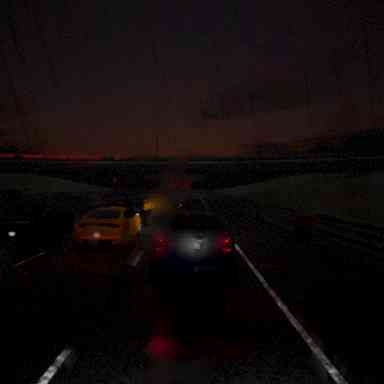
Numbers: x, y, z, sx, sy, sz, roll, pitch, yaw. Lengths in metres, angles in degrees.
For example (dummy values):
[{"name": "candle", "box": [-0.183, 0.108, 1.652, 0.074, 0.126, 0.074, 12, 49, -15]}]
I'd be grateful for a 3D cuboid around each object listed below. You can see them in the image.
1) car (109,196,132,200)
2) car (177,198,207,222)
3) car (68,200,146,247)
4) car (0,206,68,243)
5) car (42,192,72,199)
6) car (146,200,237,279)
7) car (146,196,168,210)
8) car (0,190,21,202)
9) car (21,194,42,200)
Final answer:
[{"name": "car", "box": [-6.905, 1.123, 32.120, 1.882, 1.535, 5.008, 0, 1, 0]}, {"name": "car", "box": [0.043, 1.283, 25.368, 2.033, 1.411, 5.357, 0, 1, 1]}, {"name": "car", "box": [-3.415, 1.359, 14.419, 1.882, 1.535, 5.008, 0, 1, 0]}, {"name": "car", "box": [-6.913, 1.363, 15.252, 2.128, 1.511, 4.902, 0, 1, 0]}, {"name": "car", "box": [-17.578, 0.835, 44.351, 2.097, 1.767, 4.553, 0, 1, 0]}, {"name": "car", "box": [0.059, 1.284, 9.983, 2.097, 1.767, 4.553, 0, 1, 0]}, {"name": "car", "box": [-3.405, 1.124, 32.059, 1.882, 1.535, 5.008, 0, 1, 0]}, {"name": "car", "box": [-24.581, 0.709, 43.878, 2.150, 2.045, 5.566, 0, 1, 0]}, {"name": "car", "box": [-21.072, 1.029, 45.588, 1.994, 1.385, 4.181, 0, 1, 0]}]
